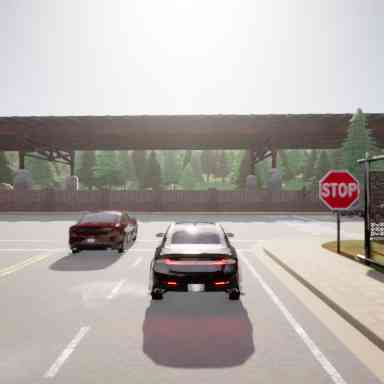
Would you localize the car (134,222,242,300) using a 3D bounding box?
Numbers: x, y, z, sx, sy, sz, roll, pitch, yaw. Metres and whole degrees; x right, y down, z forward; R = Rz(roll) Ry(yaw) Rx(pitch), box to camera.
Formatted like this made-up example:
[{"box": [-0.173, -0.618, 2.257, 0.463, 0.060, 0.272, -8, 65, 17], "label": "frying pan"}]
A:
[{"box": [0.078, 1.491, 8.351, 2.128, 1.511, 4.902, 0, 0, 0], "label": "car"}]

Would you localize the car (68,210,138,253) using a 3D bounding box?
[{"box": [-3.443, 1.478, 13.687, 1.882, 1.535, 5.008, 0, 0, -1], "label": "car"}]

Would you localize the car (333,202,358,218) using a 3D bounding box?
[{"box": [15.628, 1.547, 29.970, 5.357, 1.411, 2.033, 0, 0, 1], "label": "car"}]
